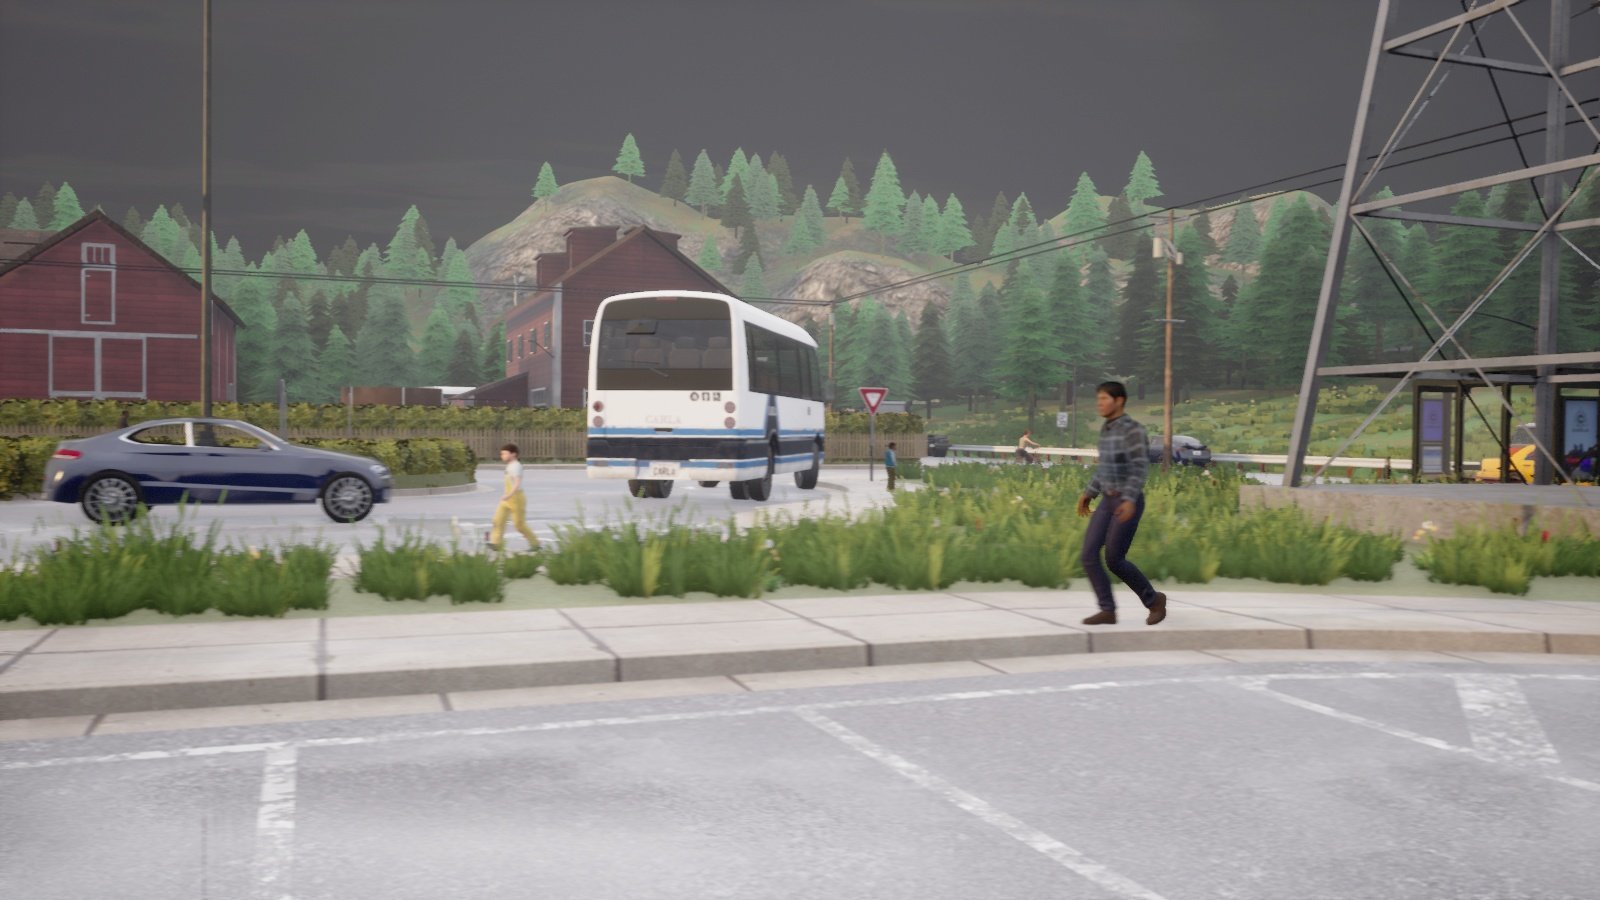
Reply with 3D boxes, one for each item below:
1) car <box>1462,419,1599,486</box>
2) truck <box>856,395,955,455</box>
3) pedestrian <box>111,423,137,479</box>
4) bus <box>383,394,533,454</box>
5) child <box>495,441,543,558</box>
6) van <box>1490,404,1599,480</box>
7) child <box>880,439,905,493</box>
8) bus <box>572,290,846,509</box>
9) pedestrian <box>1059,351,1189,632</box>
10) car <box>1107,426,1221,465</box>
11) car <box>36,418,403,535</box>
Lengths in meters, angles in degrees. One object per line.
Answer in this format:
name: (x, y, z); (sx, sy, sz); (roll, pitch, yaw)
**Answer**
car: (19.065, 0.033, 30.599); (1.801, 1.575, 5.366); (-1, 1, -20)
truck: (6.302, -1.494, 76.366); (2.891, 3.462, 7.936); (-1, 1, -20)
pedestrian: (-22.225, 0.022, 41.288); (0.703, 1.840, 0.431); (-1, 1, -29)
bus: (-25.058, -1.944, 91.962); (10.273, 4.253, 3.944); (-1, 1, -20)
child: (-3.121, 0.539, 13.930); (0.437, 1.263, 0.270); (-1, 1, -32)
van: (21.436, -0.240, 34.334); (1.775, 1.987, 4.442); (-1, 1, -20)
child: (2.087, 0.353, 28.332); (0.448, 1.192, 0.343); (-1, 1, -20)
bus: (-1.650, -1.046, 29.807); (3.944, 4.253, 10.273); (-1, 1, 11)
pedestrian: (2.328, 0.281, 9.046); (0.788, 1.949, 0.423); (-1, 1, -17)
car: (15.032, -0.213, 52.147); (2.163, 1.488, 4.792); (-1, 1, -20)
car: (-9.033, 0.349, 19.998); (5.027, 1.651, 2.152); (-1, 1, -21)
